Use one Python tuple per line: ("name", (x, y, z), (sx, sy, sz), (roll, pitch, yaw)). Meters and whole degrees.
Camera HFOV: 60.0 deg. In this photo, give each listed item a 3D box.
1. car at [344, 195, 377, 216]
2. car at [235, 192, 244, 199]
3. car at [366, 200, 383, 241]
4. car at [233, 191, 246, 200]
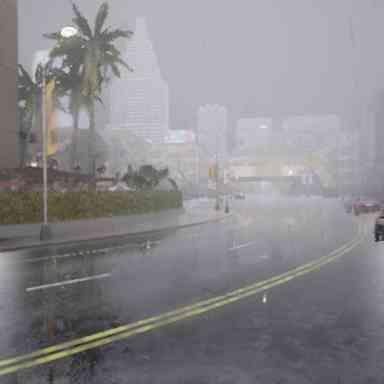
("car", (14.825, 1.087, 29.083), (2.097, 1.767, 4.553), (0, 0, 12))
("car", (12.018, 0.838, 83.984), (2.185, 1.767, 4.553), (0, 0, 7))
("car", (9.474, 1.338, 15.213), (2.128, 1.511, 4.902), (0, 0, 32))
("car", (11.348, 1.001, 77.593), (2.097, 1.535, 5.008), (0, 0, 7))
